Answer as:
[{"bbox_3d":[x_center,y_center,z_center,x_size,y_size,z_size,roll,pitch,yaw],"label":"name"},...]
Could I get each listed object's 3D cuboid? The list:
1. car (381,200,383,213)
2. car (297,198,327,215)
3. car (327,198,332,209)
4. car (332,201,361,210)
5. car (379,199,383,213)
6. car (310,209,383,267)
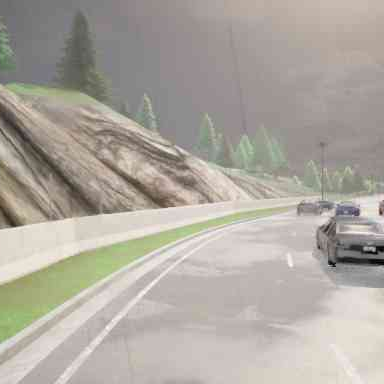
[{"bbox_3d":[12.552,1.478,19.589,1.882,1.535,5.008,0,0,26],"label":"car"},{"bbox_3d":[11.648,1.491,32.812,2.128,1.511,4.902,0,0,29],"label":"car"},{"bbox_3d":[16.619,1.491,41.718,2.128,1.511,4.902,0,0,29],"label":"car"},{"bbox_3d":[13.934,1.526,29.688,1.812,1.442,4.674,0,0,28],"label":"car"},{"bbox_3d":[20.371,1.352,34.067,2.097,1.767,4.553,0,0,29],"label":"car"},{"bbox_3d":[5.358,1.547,11.222,2.033,1.411,5.357,0,0,15],"label":"car"}]
